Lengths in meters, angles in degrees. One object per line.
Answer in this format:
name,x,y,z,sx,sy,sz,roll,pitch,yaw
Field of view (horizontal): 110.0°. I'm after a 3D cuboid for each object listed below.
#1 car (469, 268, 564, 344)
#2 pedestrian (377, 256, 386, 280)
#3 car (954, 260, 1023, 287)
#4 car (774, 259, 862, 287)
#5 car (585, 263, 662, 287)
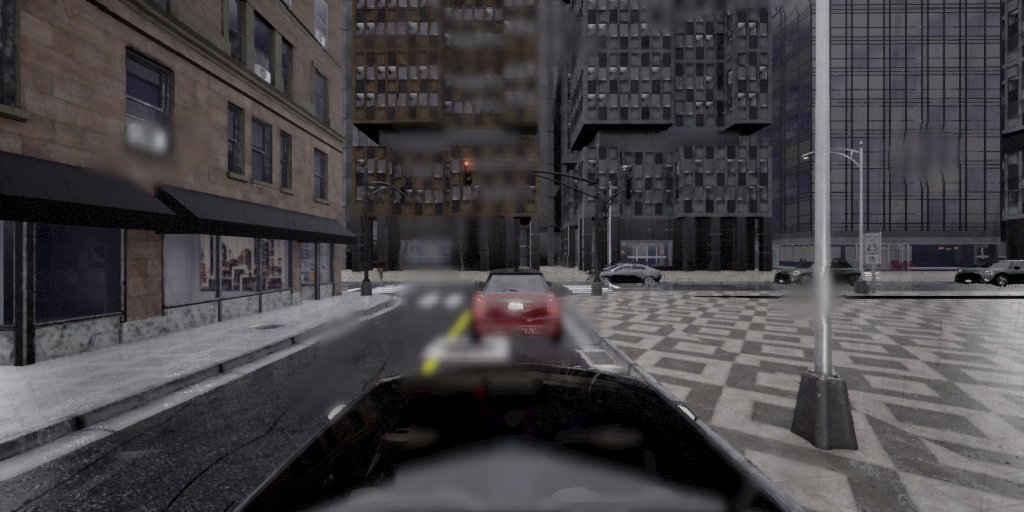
car,0.071,1.102,9.751,2.097,1.767,4.553,0,0,-1
pedestrian,-9.832,0.903,26.936,0.375,1.860,0.375,0,0,1
car,32.089,1.056,23.423,4.553,1.767,2.097,0,0,1
car,19.970,1.072,23.566,4.553,1.767,2.097,0,0,1
car,7.242,1.229,23.466,4.902,1.511,2.128,0,0,-3
